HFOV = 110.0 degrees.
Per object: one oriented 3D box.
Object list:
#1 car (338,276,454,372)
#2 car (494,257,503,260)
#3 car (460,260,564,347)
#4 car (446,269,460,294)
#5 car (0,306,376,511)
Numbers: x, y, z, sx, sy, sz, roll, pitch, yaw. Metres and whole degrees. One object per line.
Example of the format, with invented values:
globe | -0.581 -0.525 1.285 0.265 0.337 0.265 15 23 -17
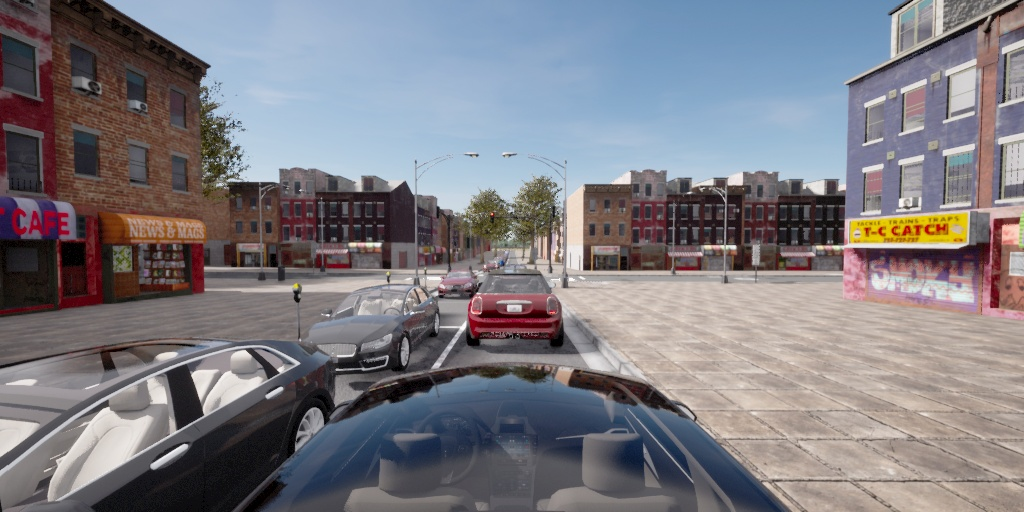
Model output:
car | -2.631 1.298 7.469 2.007 1.370 4.403 0 0 0
car | -2.566 1.235 45.138 1.967 1.591 4.097 0 0 0
car | 0.111 1.100 9.512 2.097 1.767 4.553 0 0 2
car | -2.612 1.333 18.363 1.802 1.307 4.207 0 0 0
car | -2.640 1.300 2.020 2.007 1.370 4.403 0 0 0
